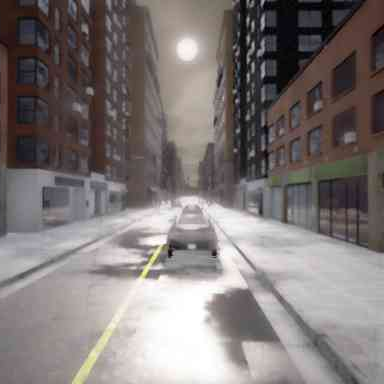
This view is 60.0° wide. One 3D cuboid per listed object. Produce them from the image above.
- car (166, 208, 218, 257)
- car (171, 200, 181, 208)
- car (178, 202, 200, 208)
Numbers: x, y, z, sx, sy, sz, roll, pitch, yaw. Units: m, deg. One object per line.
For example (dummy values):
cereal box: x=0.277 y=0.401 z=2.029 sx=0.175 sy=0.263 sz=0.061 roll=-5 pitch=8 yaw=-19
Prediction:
car: x=0.024 y=1.624 z=13.507 sx=2.128 sy=1.511 sz=4.902 roll=0 pitch=0 yaw=1
car: x=-2.790 y=2.103 z=60.043 sx=1.812 sy=1.442 sz=4.674 roll=0 pitch=-1 yaw=1
car: x=0.031 y=1.805 z=28.900 sx=1.812 sy=1.442 sz=4.674 roll=0 pitch=0 yaw=1
